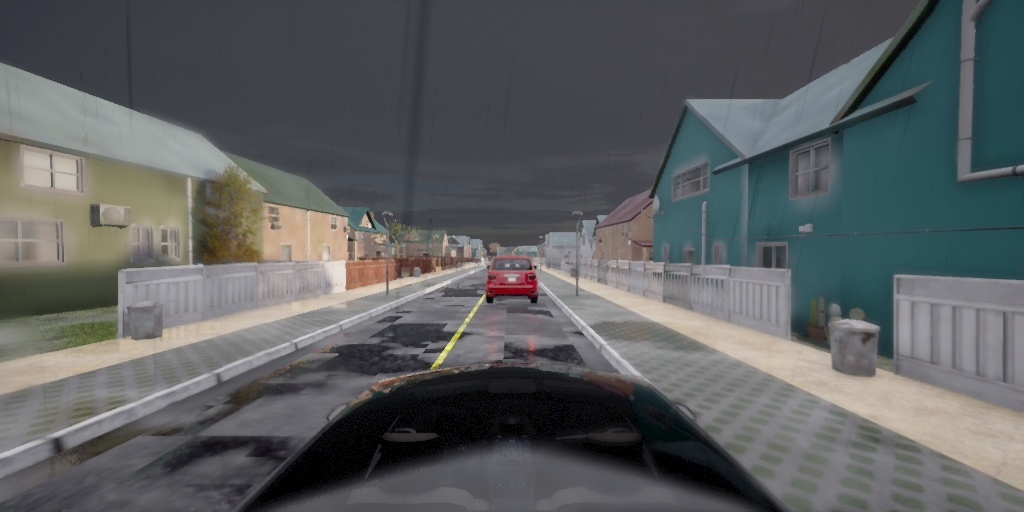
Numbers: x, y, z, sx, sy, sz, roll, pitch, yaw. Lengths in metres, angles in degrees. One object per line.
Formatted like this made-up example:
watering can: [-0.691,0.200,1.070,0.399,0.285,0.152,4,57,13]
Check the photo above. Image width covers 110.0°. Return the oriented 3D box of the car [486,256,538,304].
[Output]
car: [0.000,1.003,16.532,2.150,2.045,5.566,0,0,0]

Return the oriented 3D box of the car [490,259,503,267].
car: [-2.748,1.266,65.403,2.128,1.511,4.902,0,0,0]
